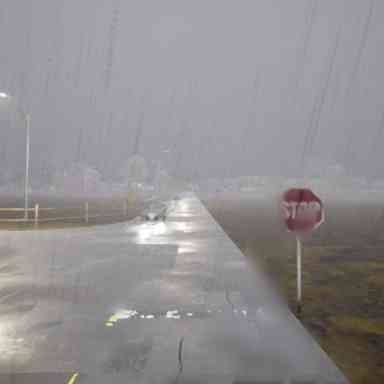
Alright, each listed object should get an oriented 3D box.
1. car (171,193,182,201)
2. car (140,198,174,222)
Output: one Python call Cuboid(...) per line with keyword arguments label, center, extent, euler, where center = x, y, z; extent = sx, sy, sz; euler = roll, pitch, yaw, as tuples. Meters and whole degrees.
Cuboid(label="car", center=(-3.048, 1.028, 66.528), extent=(1.837, 1.490, 4.892), euler=(0, 2, 0))
Cuboid(label="car", center=(-2.840, 1.481, 25.948), extent=(2.128, 1.511, 4.902), euler=(0, 1, 0))
